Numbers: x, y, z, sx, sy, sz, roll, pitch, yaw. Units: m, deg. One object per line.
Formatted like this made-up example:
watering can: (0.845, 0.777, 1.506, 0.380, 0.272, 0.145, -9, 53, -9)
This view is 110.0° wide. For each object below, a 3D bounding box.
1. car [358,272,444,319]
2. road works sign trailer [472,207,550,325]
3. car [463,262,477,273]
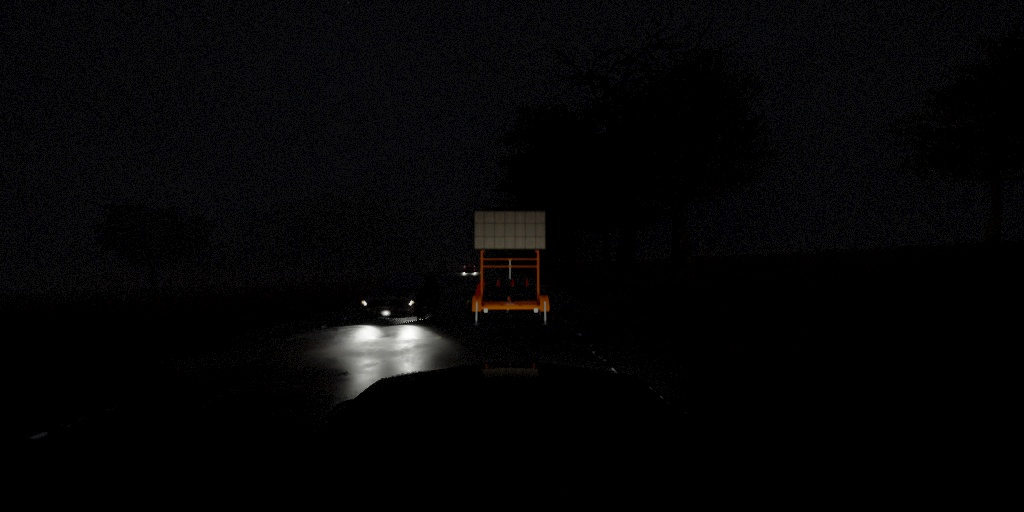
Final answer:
car: (-3.746, 1.310, 13.196, 2.033, 1.411, 5.357, 0, 0, -1)
road works sign trailer: (-0.068, 0.221, 11.757, 2.380, 3.560, 2.880, 0, 0, -2)
car: (-6.639, 1.667, 56.086, 2.097, 1.767, 4.553, 0, -1, -6)
